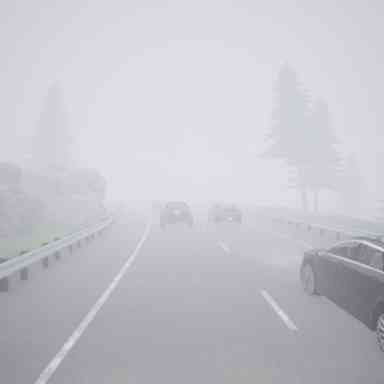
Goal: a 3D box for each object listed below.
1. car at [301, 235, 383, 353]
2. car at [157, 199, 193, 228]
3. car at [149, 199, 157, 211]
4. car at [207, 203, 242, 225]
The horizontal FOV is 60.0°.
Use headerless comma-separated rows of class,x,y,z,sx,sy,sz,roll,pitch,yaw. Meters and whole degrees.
car,3.448,1.490,5.737,2.128,1.511,4.902,0,0,-1
car,-1.146,1.371,22.804,2.097,1.767,4.553,0,0,-6
car,-4.124,1.528,40.331,2.128,1.511,4.902,0,0,-13
car,2.258,1.506,23.979,2.128,1.511,4.902,0,0,-6
